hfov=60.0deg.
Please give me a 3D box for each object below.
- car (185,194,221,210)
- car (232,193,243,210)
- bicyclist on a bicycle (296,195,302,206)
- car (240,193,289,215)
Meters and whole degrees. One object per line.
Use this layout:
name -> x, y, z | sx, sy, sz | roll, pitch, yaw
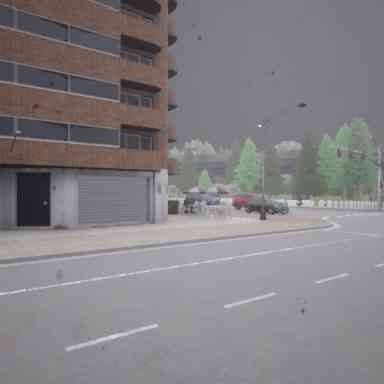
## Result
car -> 1.332, 1.171, 41.698 | 2.150, 2.045, 5.566 | 0, 0, -37
car -> 7.216, 1.170, 39.608 | 2.150, 2.045, 5.566 | 0, 0, -36
bicyclist on a bicycle -> 15.284, 1.251, 47.249 | 1.656, 1.620, 0.582 | 0, 0, -36
car -> 7.465, 1.300, 33.269 | 2.097, 1.767, 4.553 | 0, 0, -36
